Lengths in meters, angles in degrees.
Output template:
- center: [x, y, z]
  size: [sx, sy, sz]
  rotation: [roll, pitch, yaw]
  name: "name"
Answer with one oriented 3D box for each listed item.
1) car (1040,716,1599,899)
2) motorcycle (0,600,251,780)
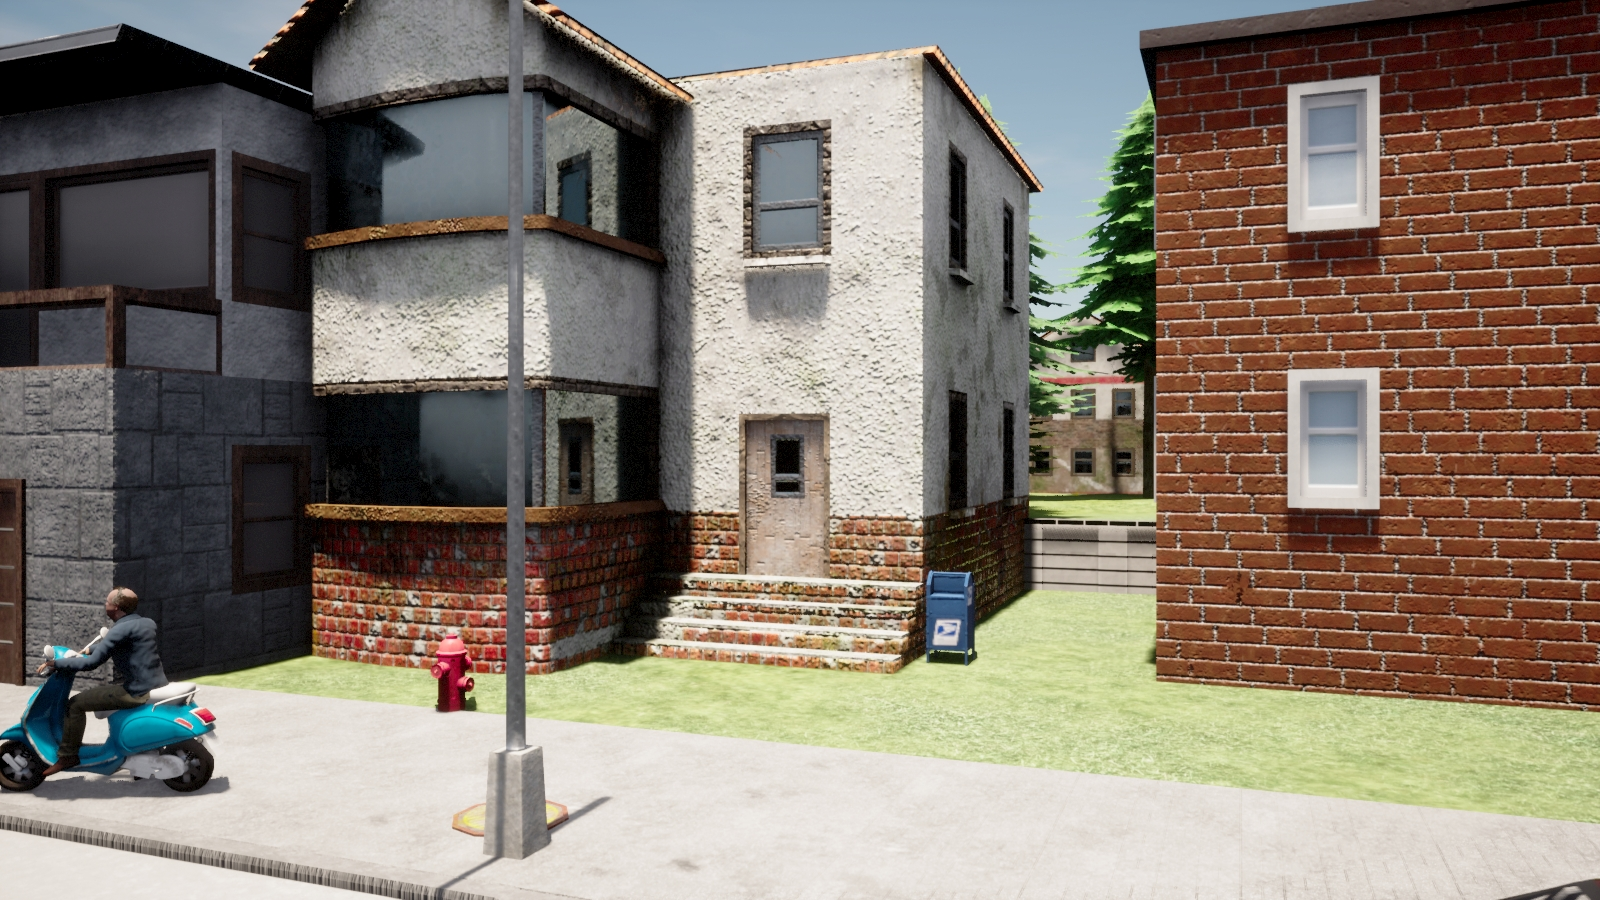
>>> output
- center: [2.648, 1.801, 2.979]
  size: [3.705, 1.549, 1.789]
  rotation: [-1, 0, 21]
  name: "car"
- center: [-5.442, 1.858, 9.019]
  size: [1.805, 1.236, 0.856]
  rotation: [0, 0, 1]
  name: "motorcycle"
